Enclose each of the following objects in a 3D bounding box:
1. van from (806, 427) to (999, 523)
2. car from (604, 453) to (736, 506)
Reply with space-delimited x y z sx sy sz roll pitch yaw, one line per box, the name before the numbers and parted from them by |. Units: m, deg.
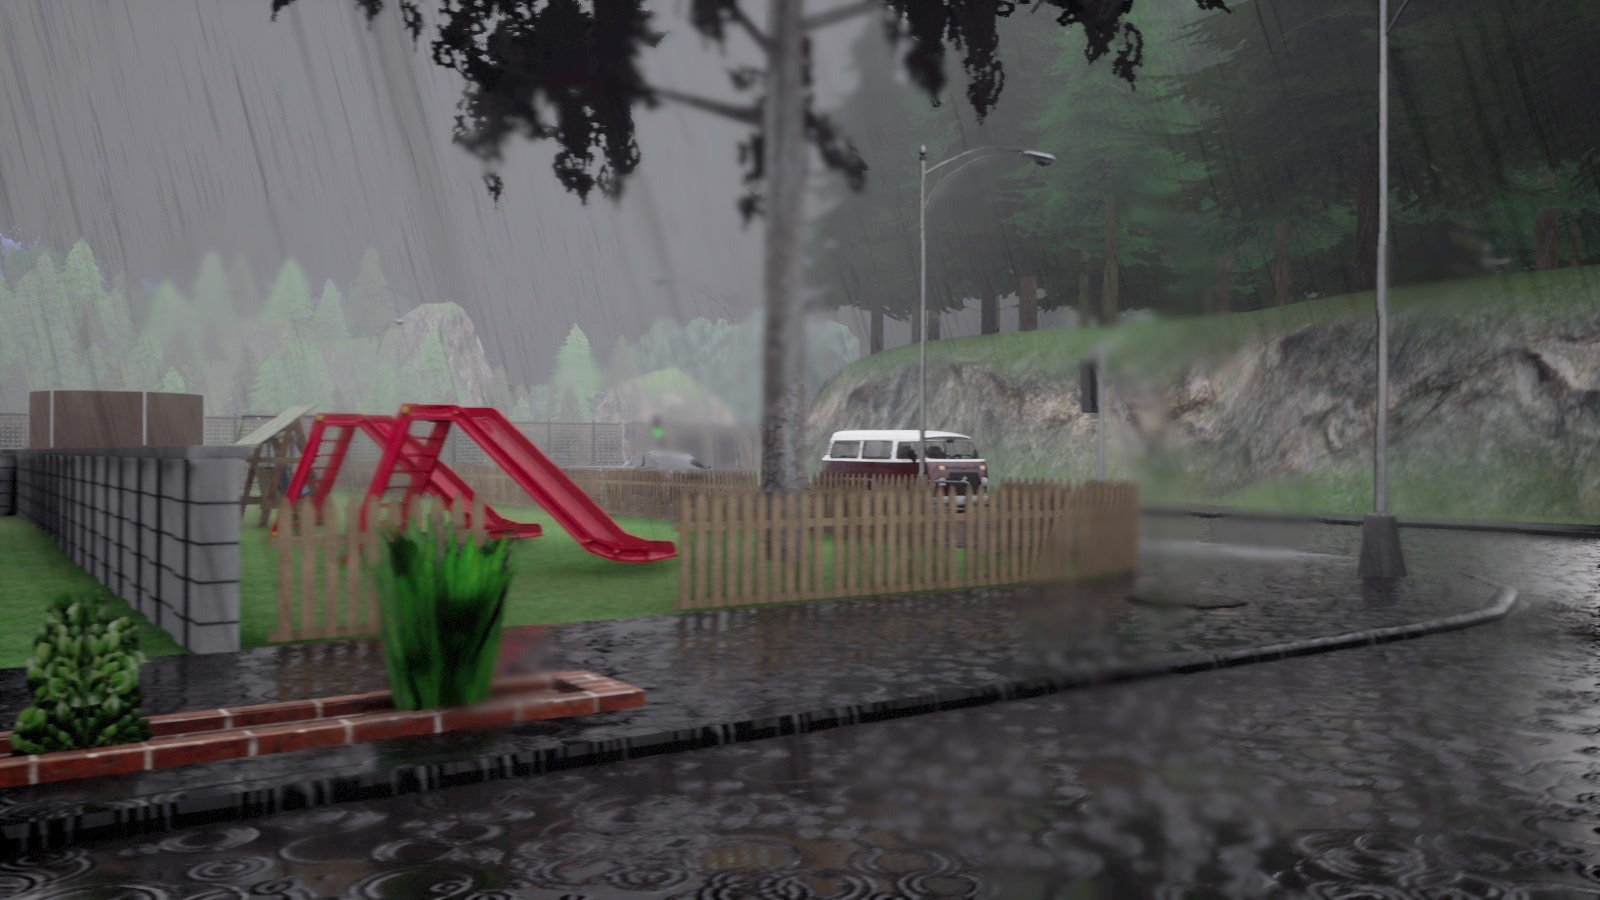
van | 2.265 0.535 29.050 2.069 2.038 4.480 0 0 -35
car | -4.015 0.852 38.086 1.837 1.490 4.892 0 0 -35
